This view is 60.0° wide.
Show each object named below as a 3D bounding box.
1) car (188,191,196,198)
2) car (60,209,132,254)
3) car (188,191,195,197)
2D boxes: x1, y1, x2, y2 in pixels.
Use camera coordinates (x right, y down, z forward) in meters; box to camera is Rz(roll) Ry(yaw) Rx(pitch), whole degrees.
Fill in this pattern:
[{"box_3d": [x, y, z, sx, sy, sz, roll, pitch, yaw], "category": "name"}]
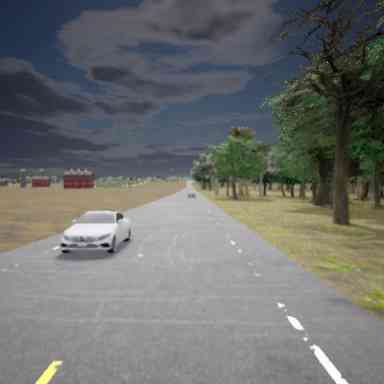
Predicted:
[{"box_3d": [-0.064, 0.707, 78.611, 2.033, 1.411, 5.357, 0, 1, 0], "category": "car"}, {"box_3d": [-3.594, 1.446, 13.224, 1.812, 1.442, 4.674, 0, 0, 0], "category": "car"}, {"box_3d": [-0.073, 0.428, 89.031, 1.812, 1.442, 4.674, 0, 1, 0], "category": "car"}]
